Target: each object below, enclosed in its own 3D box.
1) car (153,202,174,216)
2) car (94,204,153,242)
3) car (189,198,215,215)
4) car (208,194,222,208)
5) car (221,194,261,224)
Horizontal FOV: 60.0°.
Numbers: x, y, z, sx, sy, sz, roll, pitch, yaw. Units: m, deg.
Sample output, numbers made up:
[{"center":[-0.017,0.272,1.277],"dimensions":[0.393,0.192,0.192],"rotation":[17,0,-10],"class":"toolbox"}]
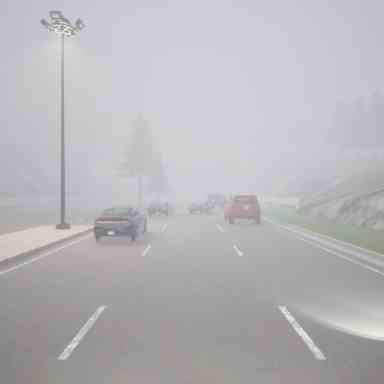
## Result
[{"center":[-2.934,1.601,32.265],"dimensions":[1.895,1.301,4.718],"rotation":[0,0,5],"class":"car"},{"center":[-3.397,1.492,16.393],"dimensions":[2.128,1.511,4.902],"rotation":[0,0,0],"class":"car"},{"center":[0.947,1.601,34.434],"dimensions":[1.895,1.301,4.718],"rotation":[0,0,9],"class":"car"},{"center":[3.424,1.221,44.487],"dimensions":[2.150,2.045,5.566],"rotation":[0,0,16],"class":"car"},{"center":[3.668,1.217,24.825],"dimensions":[2.150,2.045,5.566],"rotation":[0,-1,1],"class":"car"}]
